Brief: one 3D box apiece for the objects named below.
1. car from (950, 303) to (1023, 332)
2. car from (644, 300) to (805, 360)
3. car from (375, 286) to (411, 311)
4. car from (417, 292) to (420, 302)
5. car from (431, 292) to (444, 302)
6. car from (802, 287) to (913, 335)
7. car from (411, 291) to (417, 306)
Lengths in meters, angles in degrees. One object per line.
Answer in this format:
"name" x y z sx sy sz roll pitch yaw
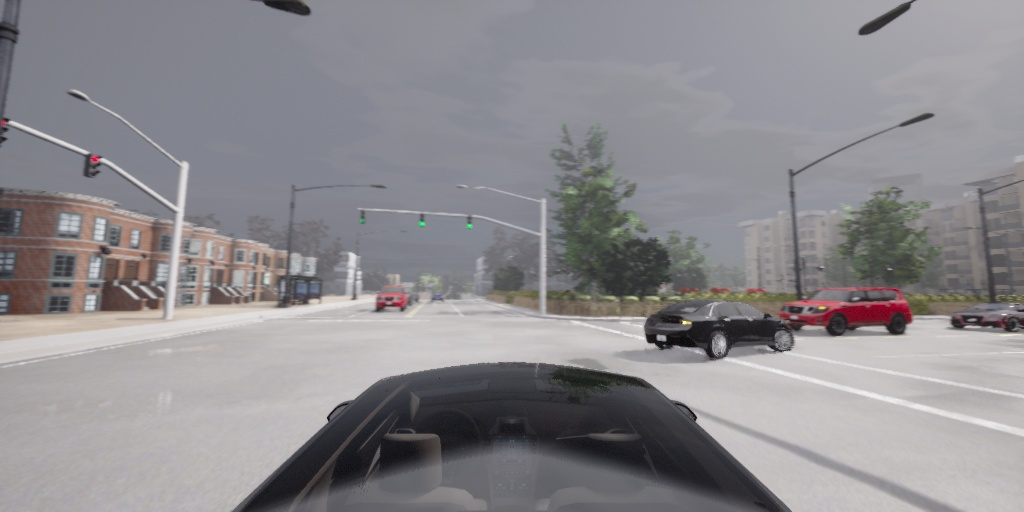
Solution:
"car" 24.910 3.080 18.303 4.181 1.385 1.994 2 -6 -11
"car" 6.152 2.062 10.609 4.892 1.490 1.837 3 -9 -26
"car" -9.965 3.506 29.991 2.150 2.045 5.566 2 -6 -13
"car" -14.297 5.838 51.454 2.128 1.511 4.902 2 -6 -11
"car" -11.073 6.099 53.413 1.812 1.442 4.674 2 -6 -11
"car" 15.168 2.445 16.405 5.566 2.045 2.150 2 -6 -11
"car" -11.969 4.711 39.867 1.882 1.535 5.008 2 -6 -11
